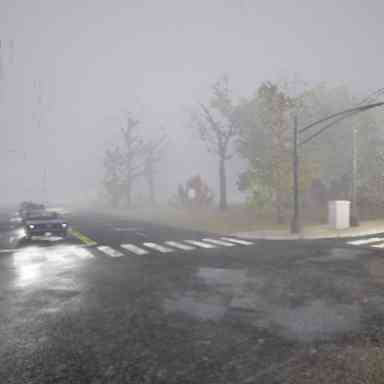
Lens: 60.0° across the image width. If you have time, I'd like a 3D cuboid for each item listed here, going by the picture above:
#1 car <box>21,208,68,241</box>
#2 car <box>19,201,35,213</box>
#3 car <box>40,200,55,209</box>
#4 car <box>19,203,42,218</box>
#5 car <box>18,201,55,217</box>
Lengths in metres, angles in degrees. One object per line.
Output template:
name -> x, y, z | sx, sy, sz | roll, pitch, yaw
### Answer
car -> -7.956, 1.737, 17.946 | 1.895, 1.301, 4.718 | 0, -1, -29
car -> -22.010, 1.921, 44.409 | 1.812, 1.442, 4.674 | 0, 0, -27
car -> -24.251, 2.098, 55.745 | 1.895, 1.301, 4.718 | 0, -1, -28
car -> -17.070, 1.872, 35.055 | 1.994, 1.385, 4.181 | 0, -1, -28
car -> -12.377, 1.713, 26.222 | 2.128, 1.511, 4.902 | 0, -1, -28
